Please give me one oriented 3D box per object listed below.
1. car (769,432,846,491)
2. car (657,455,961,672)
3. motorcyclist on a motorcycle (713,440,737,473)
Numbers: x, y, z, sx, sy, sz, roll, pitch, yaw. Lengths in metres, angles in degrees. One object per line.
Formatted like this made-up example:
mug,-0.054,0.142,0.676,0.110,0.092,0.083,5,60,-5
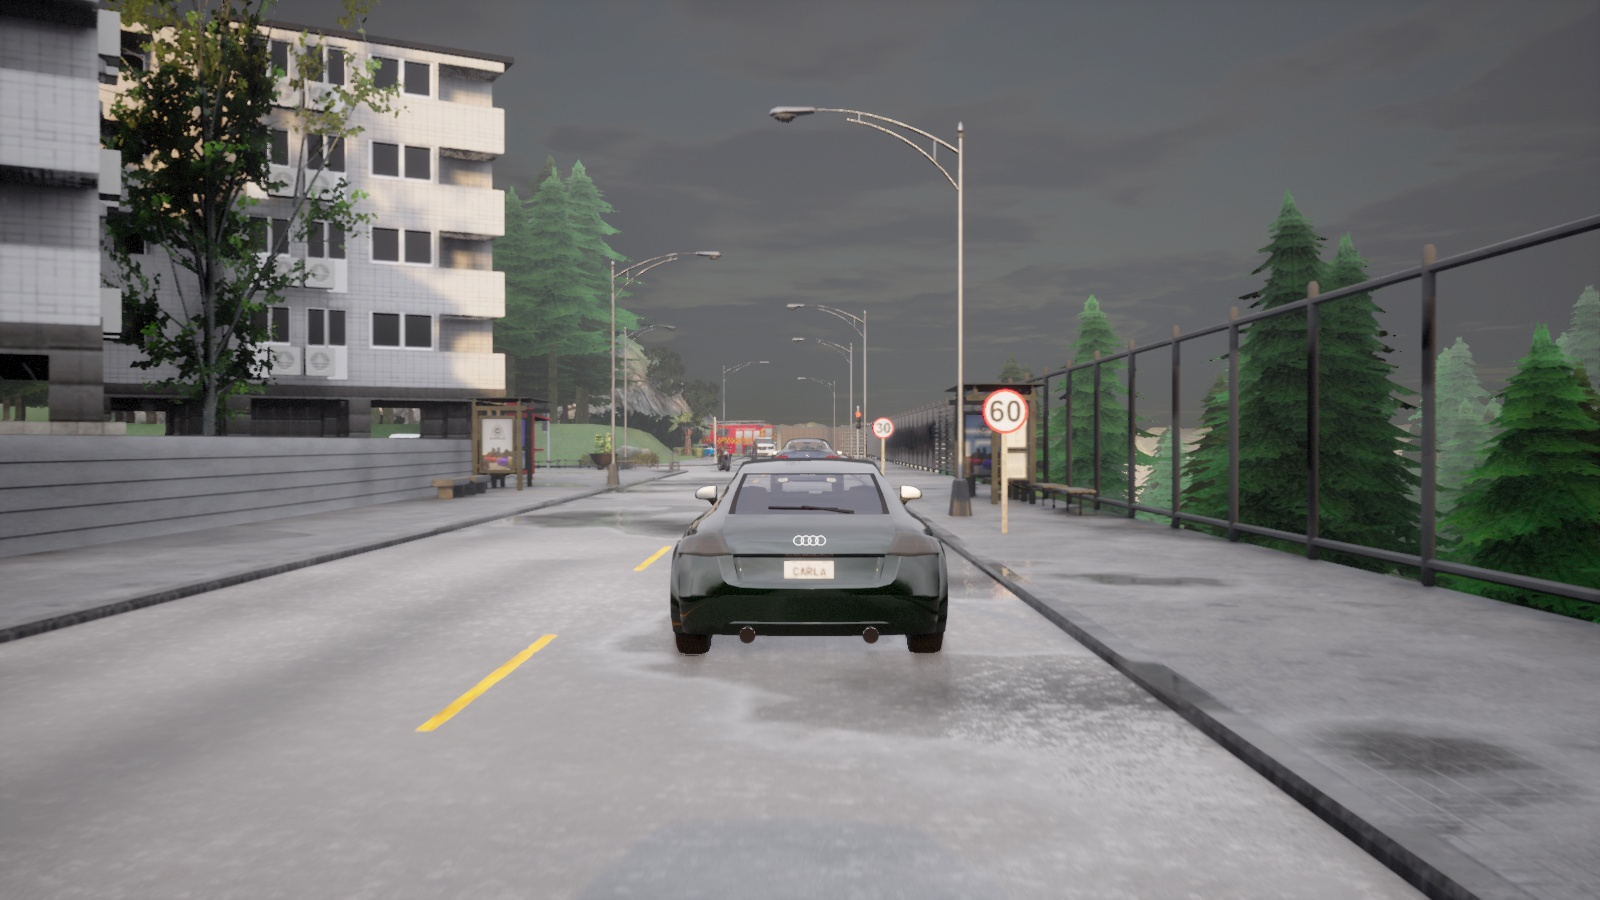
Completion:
car,0.216,0.313,37.711,2.152,1.651,5.027,0,0,0
car,0.070,0.752,10.340,1.994,1.385,4.181,0,0,0
motorcyclist on a motorcycle,-3.921,0.324,65.593,0.766,1.649,2.350,-1,1,-14
